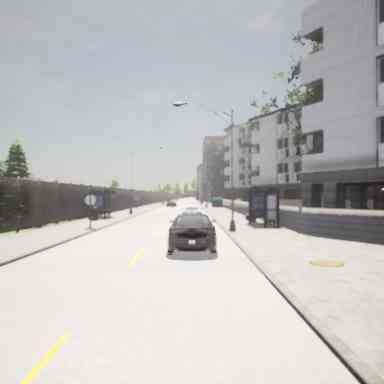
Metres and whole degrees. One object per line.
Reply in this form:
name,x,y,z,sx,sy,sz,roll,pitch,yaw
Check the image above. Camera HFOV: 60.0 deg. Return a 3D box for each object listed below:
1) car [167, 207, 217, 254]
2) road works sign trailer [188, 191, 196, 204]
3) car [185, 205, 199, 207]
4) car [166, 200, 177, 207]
car,0.021,1.635,14.232,1.882,1.535,5.008,0,0,0
road works sign trailer,-0.058,1.512,95.164,2.380,3.560,2.880,0,-1,0
car,0.008,1.845,28.879,1.812,1.442,4.674,0,0,1
car,-4.050,2.324,65.700,1.895,1.301,4.718,0,-1,0
